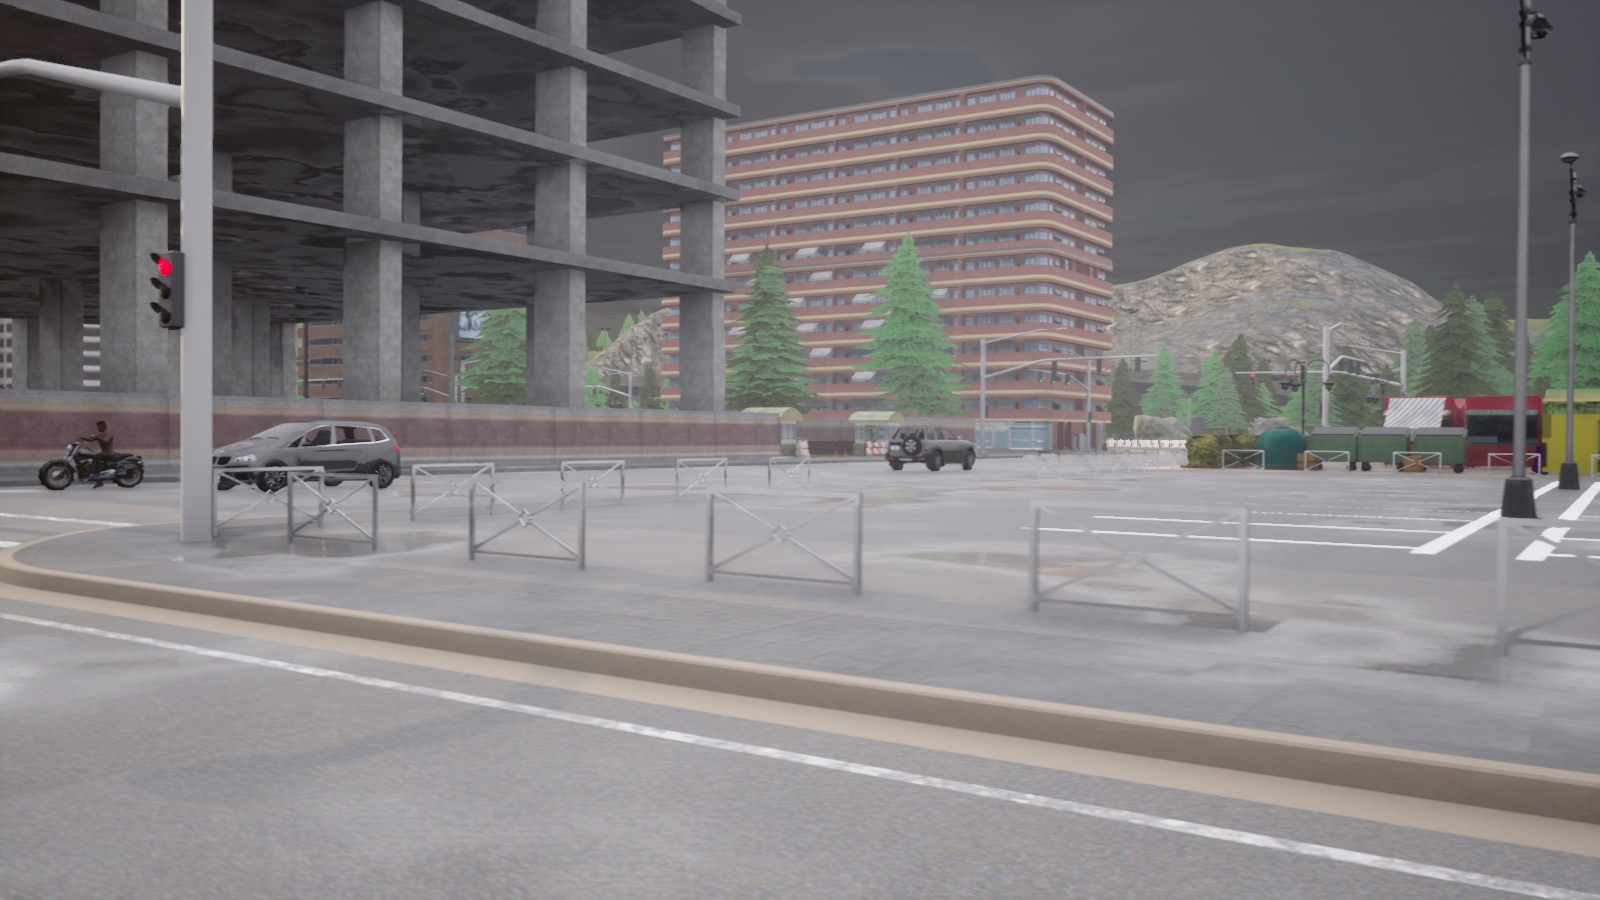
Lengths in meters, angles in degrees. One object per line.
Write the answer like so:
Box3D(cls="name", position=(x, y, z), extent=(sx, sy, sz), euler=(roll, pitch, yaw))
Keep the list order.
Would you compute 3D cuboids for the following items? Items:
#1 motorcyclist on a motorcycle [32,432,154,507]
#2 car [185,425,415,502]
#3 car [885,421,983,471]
Box3D(cls="motorcyclist on a motorcycle", position=(-16.419, 0.424, 29.225), extent=(0.766, 1.649, 2.350), euler=(0, 1, 33))
Box3D(cls="car", position=(-11.780, 0.261, 29.908), extent=(2.242, 1.667, 4.611), euler=(0, 1, 33))
Box3D(cls="car", position=(5.325, -0.195, 49.494), extent=(1.932, 1.855, 4.605), euler=(0, 1, 33))
